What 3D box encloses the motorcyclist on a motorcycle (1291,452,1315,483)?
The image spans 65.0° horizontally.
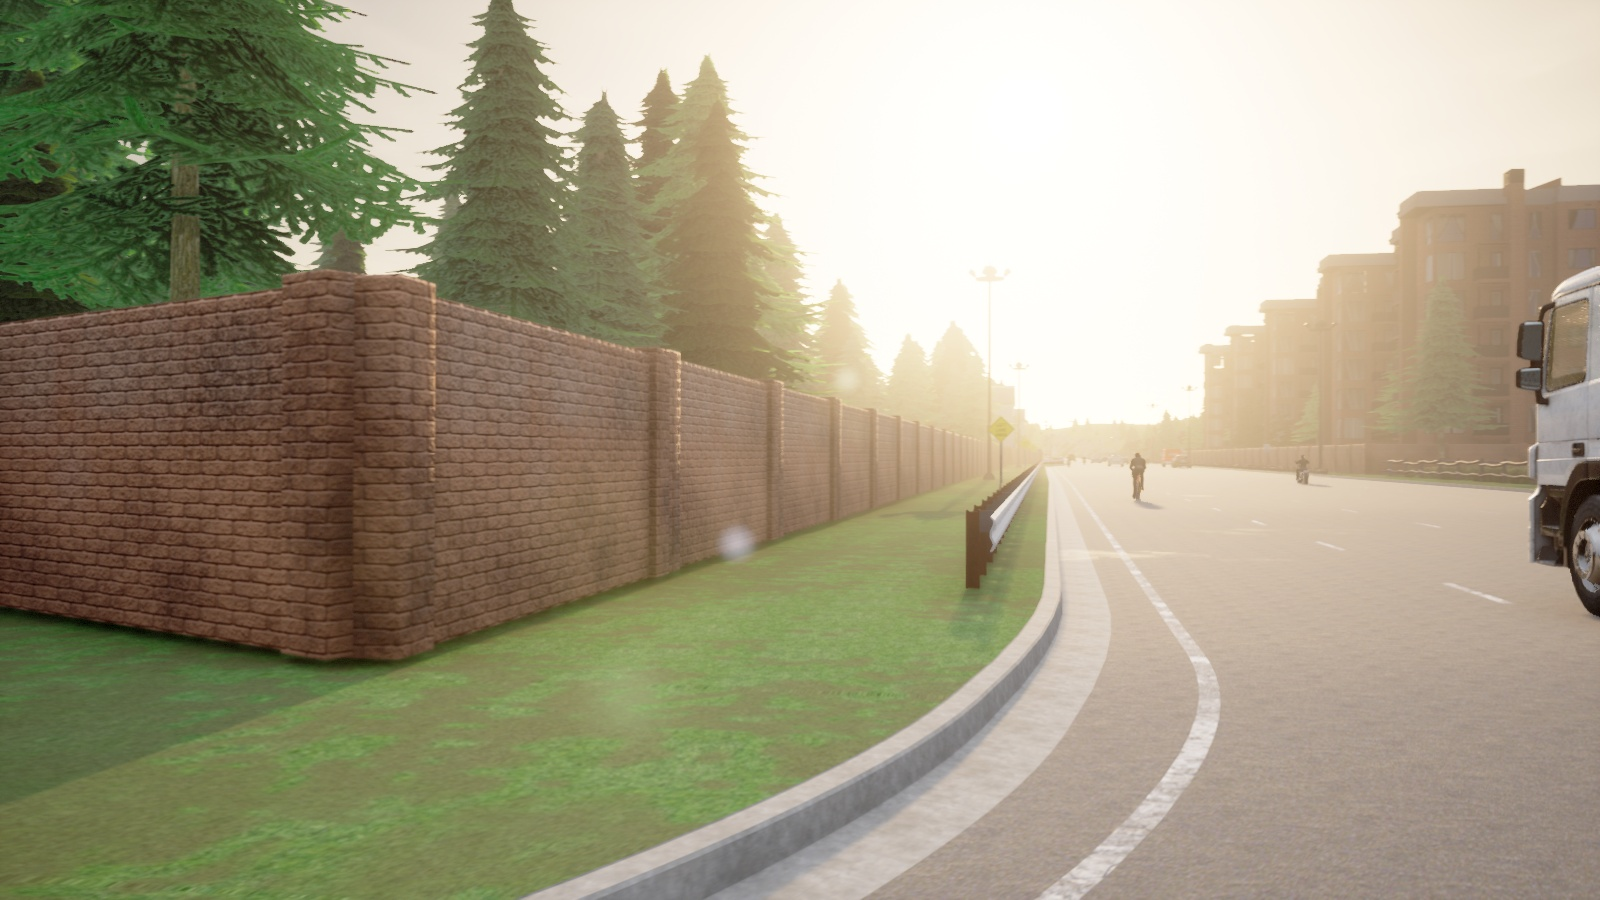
[{"bbox_3d":[27.111,0.932,67.664,0.766,1.649,2.350,0,0,11],"label":"motorcyclist on a motorcycle"}]

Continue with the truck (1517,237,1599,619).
[{"bbox_3d":[8.291,-0.210,9.220,2.891,3.462,7.936,0,0,11],"label":"truck"}]
